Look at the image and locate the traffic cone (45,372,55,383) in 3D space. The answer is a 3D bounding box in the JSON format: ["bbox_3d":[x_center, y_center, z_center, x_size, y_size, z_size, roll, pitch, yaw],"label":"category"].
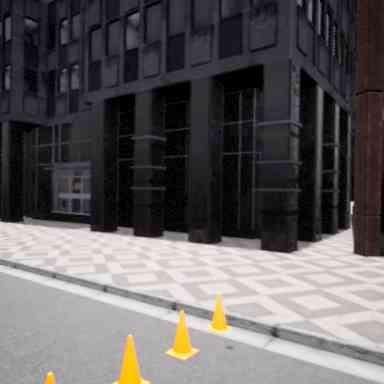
[{"bbox_3d":[-1.308,1.960,3.062,0.340,0.580,0.340,0,0,36],"label":"traffic cone"}]

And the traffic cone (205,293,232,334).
[{"bbox_3d":[0.442,1.971,5.502,0.340,0.580,0.340,0,-1,36],"label":"traffic cone"}]

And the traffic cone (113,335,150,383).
[{"bbox_3d":[-0.725,1.963,3.875,0.340,0.580,0.340,0,0,36],"label":"traffic cone"}]

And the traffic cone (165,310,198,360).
[{"bbox_3d":[-0.143,1.966,4.687,0.340,0.580,0.340,0,0,36],"label":"traffic cone"}]
